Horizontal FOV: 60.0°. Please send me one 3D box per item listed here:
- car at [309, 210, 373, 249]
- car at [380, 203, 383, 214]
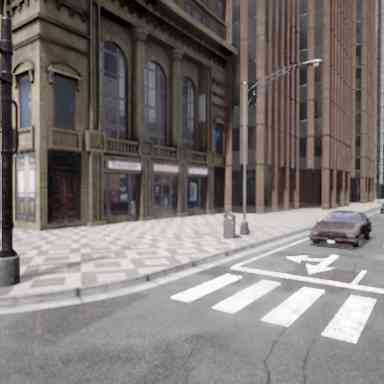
[{"bbox_3d":[6.974,1.559,15.168,2.033,1.411,5.357,0,0,35],"label":"car"},{"bbox_3d":[20.951,1.534,34.762,2.128,1.511,4.902,0,0,36],"label":"car"}]
